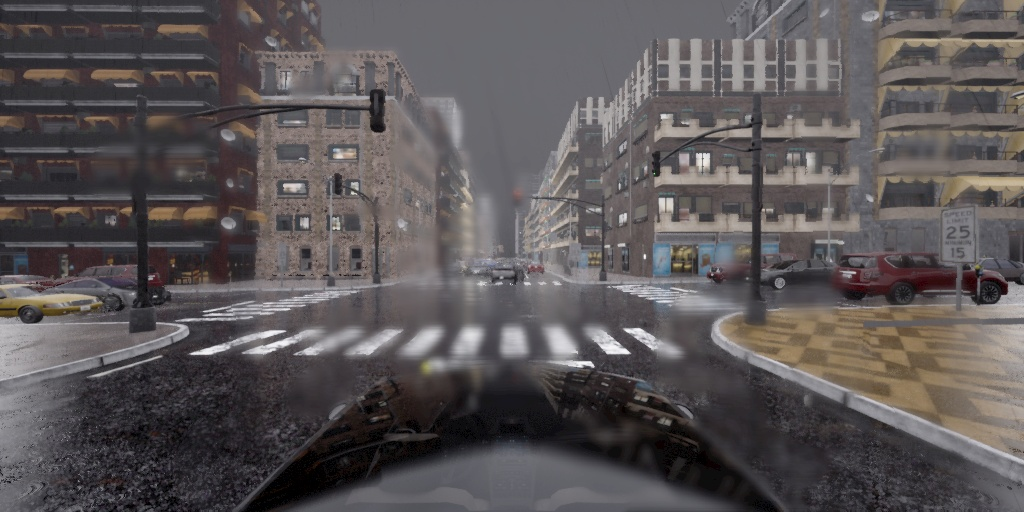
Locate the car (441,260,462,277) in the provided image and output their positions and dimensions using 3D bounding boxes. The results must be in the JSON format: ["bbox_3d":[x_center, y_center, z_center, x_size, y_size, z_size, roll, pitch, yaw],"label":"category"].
[{"bbox_3d":[-5.757,1.322,35.154,1.948,1.339,4.313,0,0,0],"label":"car"}]

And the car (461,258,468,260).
[{"bbox_3d":[-5.769,1.284,40.666,1.751,1.417,4.829,0,0,0],"label":"car"}]

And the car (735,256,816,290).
[{"bbox_3d":[14.936,0.947,18.944,4.892,1.490,1.837,-1,0,-1],"label":"car"}]

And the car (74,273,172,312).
[{"bbox_3d":[-17.362,1.609,15.397,4.181,1.385,1.994,-1,0,0],"label":"car"}]

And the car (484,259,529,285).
[{"bbox_3d":[-0.282,1.245,26.461,2.128,1.511,4.902,0,0,10],"label":"car"}]

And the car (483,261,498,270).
[{"bbox_3d":[-3.196,1.365,53.448,1.895,1.301,4.718,0,0,0],"label":"car"}]

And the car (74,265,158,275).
[{"bbox_3d":[-23.638,1.462,21.088,5.009,1.841,2.192,0,0,-1],"label":"car"}]

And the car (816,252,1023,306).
[{"bbox_3d":[14.687,0.775,13.151,5.009,1.841,2.192,0,0,-1],"label":"car"}]

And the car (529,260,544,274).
[{"bbox_3d":[2.611,1.198,40.855,1.967,1.591,4.097,0,0,0],"label":"car"}]

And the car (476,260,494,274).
[{"bbox_3d":[-3.183,1.237,43.451,1.882,1.535,5.008,0,0,0],"label":"car"}]

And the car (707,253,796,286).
[{"bbox_3d":[14.536,0.759,21.530,5.009,1.841,2.192,0,0,-1],"label":"car"}]

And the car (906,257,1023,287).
[{"bbox_3d":[24.727,0.807,19.052,5.357,1.411,2.033,-1,0,-1],"label":"car"}]

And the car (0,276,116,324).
[{"bbox_3d":[-17.652,1.585,12.804,4.829,1.417,1.751,0,0,-1],"label":"car"}]

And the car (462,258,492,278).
[{"bbox_3d":[-3.165,1.247,34.029,2.128,1.511,4.902,0,0,0],"label":"car"}]
